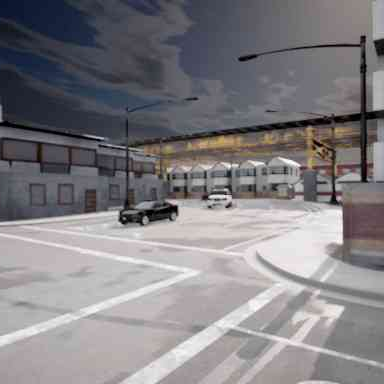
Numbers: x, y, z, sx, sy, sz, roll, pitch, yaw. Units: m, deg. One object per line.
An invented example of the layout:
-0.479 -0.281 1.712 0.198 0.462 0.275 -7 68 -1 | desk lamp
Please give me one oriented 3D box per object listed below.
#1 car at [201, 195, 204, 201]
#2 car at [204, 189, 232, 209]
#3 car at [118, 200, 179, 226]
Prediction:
3.016 0.831 56.082 2.033 1.411 5.357 0 0 -14 | car
3.134 0.719 36.415 2.150 2.045 5.566 0 1 13 | car
-2.822 1.314 22.426 1.882 1.535 5.008 0 1 32 | car
